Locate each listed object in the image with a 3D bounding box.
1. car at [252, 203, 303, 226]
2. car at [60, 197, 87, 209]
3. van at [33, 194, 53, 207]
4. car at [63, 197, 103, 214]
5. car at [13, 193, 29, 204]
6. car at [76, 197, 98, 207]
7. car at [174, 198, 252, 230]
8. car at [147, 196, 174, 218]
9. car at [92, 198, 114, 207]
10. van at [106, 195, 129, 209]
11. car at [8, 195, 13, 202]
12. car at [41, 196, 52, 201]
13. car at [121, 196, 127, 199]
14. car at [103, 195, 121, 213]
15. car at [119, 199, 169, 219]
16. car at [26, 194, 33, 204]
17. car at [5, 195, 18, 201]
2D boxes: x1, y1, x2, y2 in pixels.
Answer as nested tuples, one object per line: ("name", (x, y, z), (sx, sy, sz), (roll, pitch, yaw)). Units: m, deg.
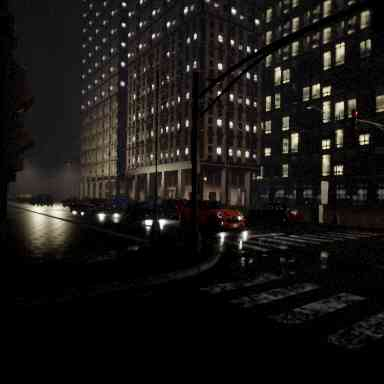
("car", (5.798, 1.505, 23.973), (1.967, 1.590, 4.097), (1, -1, -35))
("car", (-15.916, 1.404, 44.608), (2.128, 1.511, 4.902), (1, -1, -35))
("van", (-20.663, 1.197, 46.746), (1.690, 1.788, 3.998), (1, -1, -35))
("car", (-10.851, 1.427, 32.931), (2.008, 1.369, 4.403), (1, -1, -35))
("car", (-30.480, 1.155, 60.559), (2.192, 1.841, 5.009), (1, -1, -35))
("car", (-15.818, 1.495, 49.855), (1.812, 1.442, 4.674), (1, -1, -35))
("car", (1.144, 1.303, 20.531), (2.097, 1.767, 4.553), (1, -1, -35))
("car", (-1.860, 1.352, 30.280), (2.097, 1.767, 4.553), (1, -1, -35))
("car", (-13.838, 1.586, 51.597), (1.947, 1.339, 4.313), (1, -1, -35))
("van", (-10.561, 1.368, 46.996), (1.690, 1.788, 3.998), (1, -1, -35))
("car", (-37.028, 1.397, 69.765), (1.947, 1.339, 4.313), (1, -1, -35))
("car", (-36.744, 1.570, 83.827), (1.802, 1.307, 4.206), (1, -1, -35))
("car", (-7.293, 1.584, 42.389), (2.008, 1.369, 4.403), (1, -1, -35))
("car", (-9.926, 1.402, 36.113), (1.882, 1.535, 5.008), (1, -1, -36))
("car", (-4.060, 1.502, 27.845), (1.994, 1.385, 4.181), (1, -1, -35))
("car", (-23.940, 1.432, 51.348), (1.802, 1.307, 4.206), (1, -1, -35))
("car", (-40.300, 1.378, 74.370), (2.008, 1.369, 4.403), (1, -1, -35))
